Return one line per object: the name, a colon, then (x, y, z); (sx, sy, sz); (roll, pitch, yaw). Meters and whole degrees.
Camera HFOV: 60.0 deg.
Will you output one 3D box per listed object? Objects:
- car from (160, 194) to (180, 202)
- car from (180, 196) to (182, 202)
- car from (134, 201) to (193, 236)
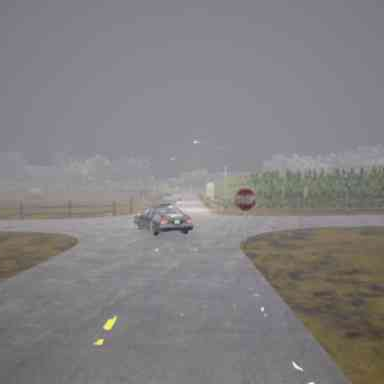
car: (-2.905, 1.250, 41.246); (2.033, 1.411, 5.357); (0, 1, 0)
car: (-2.837, 1.030, 60.331); (1.812, 1.442, 4.674); (0, 0, 0)
car: (-1.684, 1.457, 17.989); (2.033, 1.411, 5.357); (0, 0, -23)
